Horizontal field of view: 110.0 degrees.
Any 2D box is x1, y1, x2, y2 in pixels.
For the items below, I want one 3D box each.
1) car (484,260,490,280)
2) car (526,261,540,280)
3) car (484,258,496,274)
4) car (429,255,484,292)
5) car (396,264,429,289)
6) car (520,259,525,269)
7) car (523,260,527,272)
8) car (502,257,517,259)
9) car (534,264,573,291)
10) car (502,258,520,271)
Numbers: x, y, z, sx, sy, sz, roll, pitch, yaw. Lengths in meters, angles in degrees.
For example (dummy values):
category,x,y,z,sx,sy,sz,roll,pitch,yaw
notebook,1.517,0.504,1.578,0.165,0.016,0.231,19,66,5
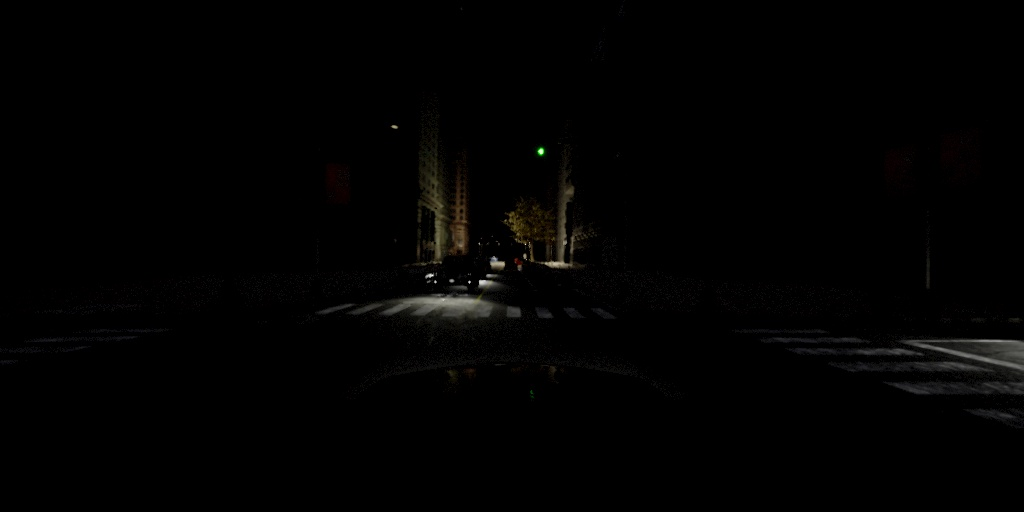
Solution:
category,x,y,z,sx,sy,sz,roll,pitch,yaw
car,-3.247,1.309,31.658,1.994,1.385,4.181,1,0,-1
car,2.593,1.401,33.165,1.888,1.381,4.507,0,0,0
car,-3.303,1.313,42.229,2.033,1.411,5.357,1,0,-1
car,-3.177,0.949,21.620,2.150,2.045,5.566,1,0,0
car,-5.862,1.229,22.226,2.007,1.370,4.403,0,0,0
car,2.496,1.437,48.481,2.007,1.370,4.403,0,0,0
car,2.559,1.417,38.609,2.007,1.370,4.403,0,0,0
car,-0.334,1.342,61.618,1.882,1.535,5.008,1,0,0
car,2.661,1.387,22.276,2.007,1.370,4.403,0,0,0
car,-0.167,1.408,51.596,1.994,1.385,4.181,1,0,-1
